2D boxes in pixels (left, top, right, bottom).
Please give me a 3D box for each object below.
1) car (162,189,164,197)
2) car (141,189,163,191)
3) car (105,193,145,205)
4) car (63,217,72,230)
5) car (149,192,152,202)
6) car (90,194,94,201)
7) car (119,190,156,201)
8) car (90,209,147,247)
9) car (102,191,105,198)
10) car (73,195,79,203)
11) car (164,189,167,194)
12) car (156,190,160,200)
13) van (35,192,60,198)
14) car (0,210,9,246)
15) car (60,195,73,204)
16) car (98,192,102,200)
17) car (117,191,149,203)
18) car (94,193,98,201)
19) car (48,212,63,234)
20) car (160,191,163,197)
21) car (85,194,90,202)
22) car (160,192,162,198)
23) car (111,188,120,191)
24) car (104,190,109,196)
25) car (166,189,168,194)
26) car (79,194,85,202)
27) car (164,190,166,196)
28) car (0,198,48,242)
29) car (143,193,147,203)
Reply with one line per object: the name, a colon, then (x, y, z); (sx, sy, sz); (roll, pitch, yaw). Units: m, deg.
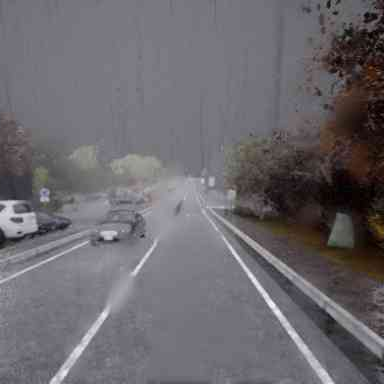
car: (-10.047, 0.777, 84.252); (4.553, 1.767, 2.185); (0, 2, 0)
car: (-10.063, 0.859, 81.473); (4.553, 1.767, 2.185); (0, 2, 0)
car: (-10.176, 1.312, 50.823); (4.792, 1.488, 2.163); (0, 0, 0)
car: (-10.057, 1.755, 21.006); (4.792, 1.488, 2.163); (0, -1, 0)
car: (-10.153, 1.309, 59.172); (5.008, 1.535, 2.097); (0, 0, 0)
car: (-23.162, 1.289, 67.428); (4.792, 1.488, 2.163); (0, 1, 0)
car: (-10.171, 1.051, 61.965); (5.566, 2.045, 2.435); (0, 0, 0)
car: (-3.305, 1.588, 15.672); (2.128, 1.511, 4.902); (0, -1, 0)
car: (-23.137, 1.118, 75.926); (4.892, 1.521, 2.231); (0, 1, 0)
car: (-23.267, 1.333, 59.185); (4.792, 1.488, 2.163); (0, 0, 0)
car: (-9.979, 0.714, 89.829); (5.008, 1.535, 2.097); (0, 2, 0)
car: (-10.048, 1.051, 73.113); (4.553, 1.767, 2.185); (0, 1, 0)
van: (-23.159, 1.054, 50.814); (4.442, 1.987, 1.878); (1, 0, 0)
car: (-10.312, 1.627, 12.679); (5.366, 1.575, 1.946); (0, -1, 0)
car: (-23.257, 1.340, 56.272); (4.674, 1.452, 2.002); (0, 0, 0)
car: (-23.155, 1.175, 73.008); (5.008, 1.535, 2.097); (0, 1, 0)
car: (-10.205, 1.179, 56.393); (4.553, 1.767, 2.185); (0, 0, 0)
car: (-23.171, 1.221, 70.219); (5.008, 1.535, 2.097); (0, 1, 0)
car: (-10.105, 1.694, 18.230); (5.008, 1.535, 2.097); (0, -1, 0)
car: (-10.077, 1.086, 78.691); (4.792, 1.488, 2.163); (0, 1, 0)
car: (-23.392, 1.280, 64.773); (5.366, 1.575, 1.946); (0, 0, 0)
car: (-10.034, 1.150, 75.903); (4.792, 1.488, 2.163); (0, 1, 0)
car: (-23.094, 0.464, 89.724); (5.566, 2.045, 2.435); (0, 2, 0)
car: (-22.912, 0.900, 84.157); (5.366, 1.575, 1.946); (0, 2, 0)
car: (-9.964, 0.607, 92.616); (5.008, 1.535, 2.097); (0, 2, 0)
car: (-23.408, 1.295, 61.978); (5.366, 1.575, 1.946); (0, 0, 0)
car: (-10.003, 0.853, 87.043); (4.674, 1.452, 2.002); (0, 2, 0)
car: (-10.141, 1.411, 15.457); (5.566, 2.045, 2.435); (0, -1, 0)
car: (-10.219, 1.324, 53.607); (4.792, 1.488, 2.163); (0, 0, 0)
